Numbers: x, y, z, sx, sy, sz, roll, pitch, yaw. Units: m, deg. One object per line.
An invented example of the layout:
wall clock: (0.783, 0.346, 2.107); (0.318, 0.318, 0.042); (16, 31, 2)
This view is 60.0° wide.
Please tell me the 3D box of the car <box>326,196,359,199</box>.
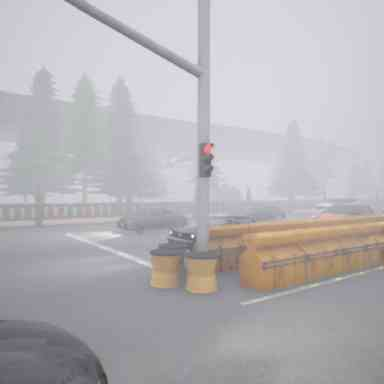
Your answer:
car: (13.523, 1.405, 30.812); (5.566, 2.045, 2.150); (0, 0, -35)

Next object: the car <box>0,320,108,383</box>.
car: (-2.870, 1.483, 1.699); (4.902, 1.511, 2.128); (0, 0, -35)

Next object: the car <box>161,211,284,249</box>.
car: (1.351, 1.657, 13.554); (4.718, 1.301, 1.895); (0, 0, -36)

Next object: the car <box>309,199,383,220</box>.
car: (8.574, 1.465, 18.704); (4.553, 1.767, 2.097); (0, 0, -35)

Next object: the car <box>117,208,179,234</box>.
car: (-2.236, 1.624, 19.592); (4.181, 1.385, 1.994); (0, 0, -35)

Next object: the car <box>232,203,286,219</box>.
car: (4.858, 1.607, 24.650); (4.902, 1.511, 2.128); (0, 0, -36)
